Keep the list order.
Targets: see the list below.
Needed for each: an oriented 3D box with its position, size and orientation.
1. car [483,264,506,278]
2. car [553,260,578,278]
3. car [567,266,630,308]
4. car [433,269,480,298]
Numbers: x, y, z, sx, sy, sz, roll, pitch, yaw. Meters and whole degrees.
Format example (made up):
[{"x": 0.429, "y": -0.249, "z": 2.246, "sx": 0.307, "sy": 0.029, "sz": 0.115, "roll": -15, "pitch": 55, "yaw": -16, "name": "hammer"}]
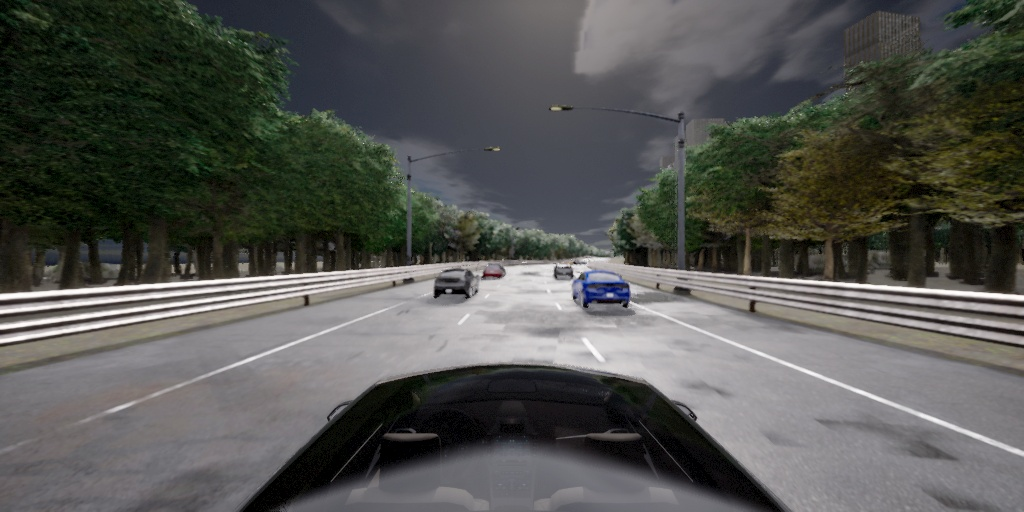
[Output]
[{"x": -1.793, "y": 1.520, "z": 37.045, "sx": 1.994, "sy": 1.385, "sz": 4.181, "roll": 0, "pitch": 0, "yaw": 5, "name": "car"}, {"x": 5.184, "y": 1.450, "z": 36.516, "sx": 2.128, "sy": 1.511, "sz": 4.902, "roll": 0, "pitch": 0, "yaw": 5, "name": "car"}, {"x": 3.919, "y": 1.397, "z": 16.462, "sx": 1.882, "sy": 1.535, "sz": 5.008, "roll": 0, "pitch": 0, "yaw": 2, "name": "car"}, {"x": -2.949, "y": 1.437, "z": 19.704, "sx": 1.837, "sy": 1.490, "sz": 4.892, "roll": 0, "pitch": 0, "yaw": 3, "name": "car"}]
